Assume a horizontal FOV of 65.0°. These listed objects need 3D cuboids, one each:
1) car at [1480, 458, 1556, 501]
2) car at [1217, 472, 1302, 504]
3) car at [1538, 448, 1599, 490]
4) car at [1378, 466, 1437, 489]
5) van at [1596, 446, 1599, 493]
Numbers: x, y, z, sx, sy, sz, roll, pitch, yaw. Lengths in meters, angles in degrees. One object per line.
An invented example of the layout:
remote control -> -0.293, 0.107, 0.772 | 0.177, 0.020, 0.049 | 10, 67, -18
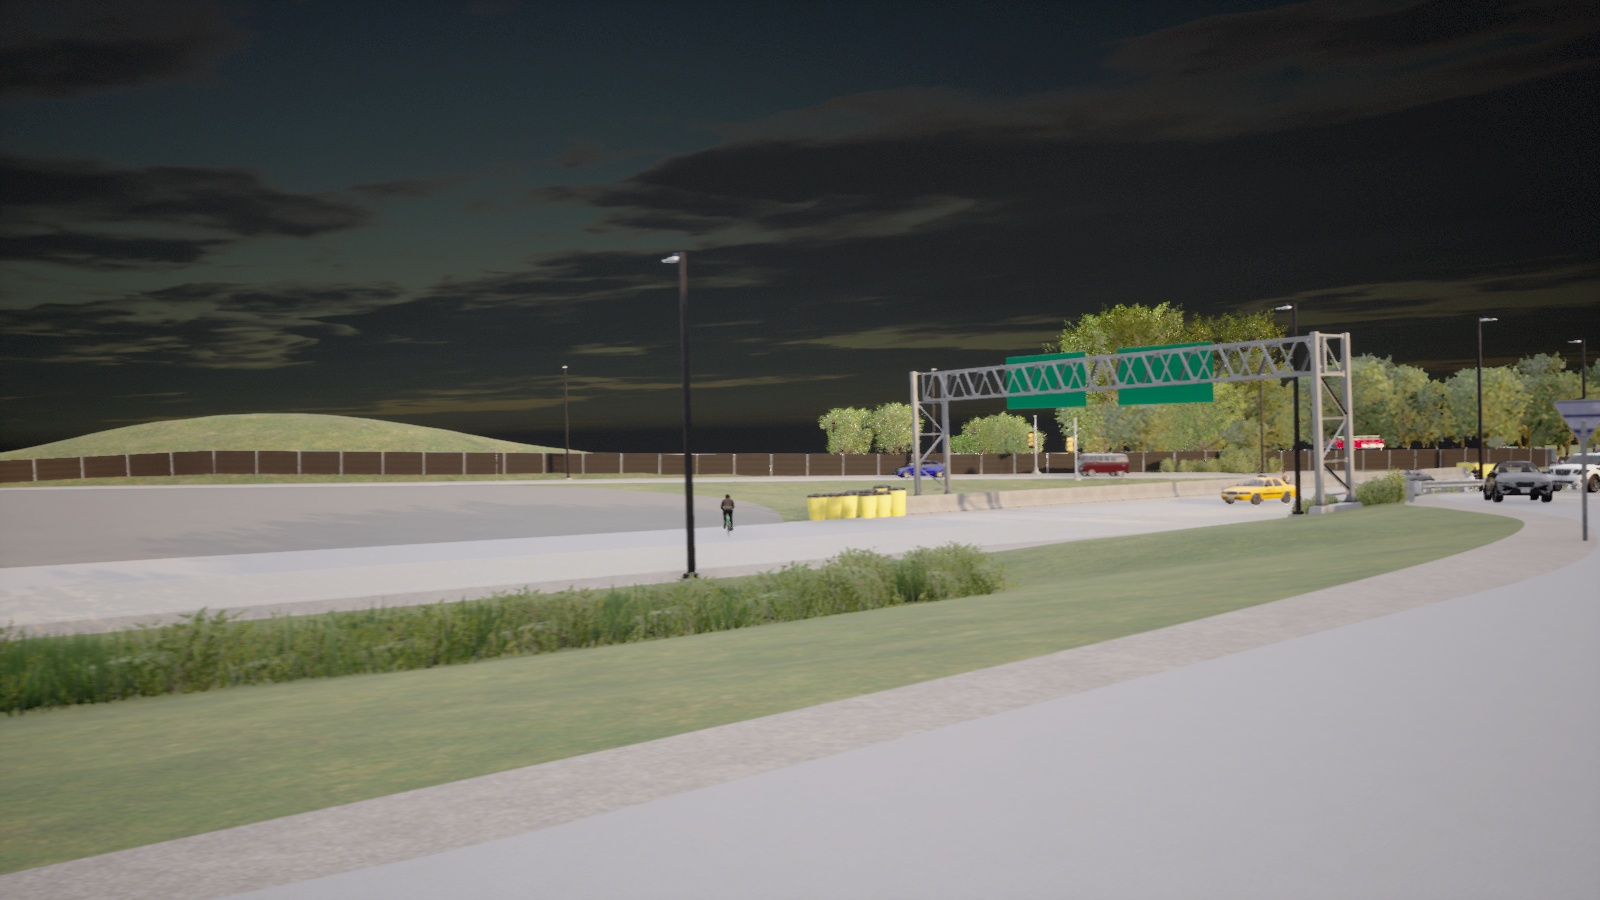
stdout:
car -> 25.781, 1.032, 45.215 | 1.816, 1.474, 4.193 | -1, -1, 22
car -> 25.395, 2.068, 69.352 | 5.366, 1.575, 1.801 | -1, 0, -38
car -> 40.330, 0.970, 63.929 | 5.566, 2.045, 2.150 | 1, 0, -29
car -> 41.855, 1.872, 86.488 | 4.181, 1.385, 1.994 | -1, 0, -38
van -> 36.050, 0.865, 52.588 | 4.442, 1.987, 1.775 | 1, -1, 29
